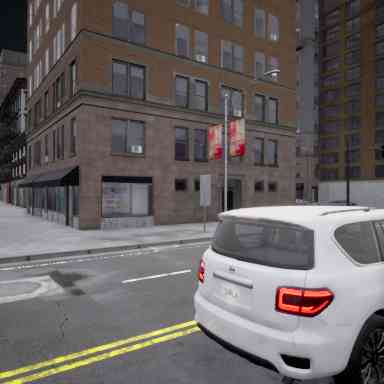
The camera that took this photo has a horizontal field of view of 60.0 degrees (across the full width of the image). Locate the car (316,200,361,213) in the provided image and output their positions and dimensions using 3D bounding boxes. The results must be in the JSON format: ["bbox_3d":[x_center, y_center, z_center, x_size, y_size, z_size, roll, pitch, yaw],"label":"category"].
[{"bbox_3d":[16.982,1.597,38.728,1.947,1.339,4.313,0,0,-35],"label":"car"}]

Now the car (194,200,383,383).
[{"bbox_3d":[2.645,1.222,5.312,5.566,2.045,2.150,0,0,-35],"label":"car"}]
